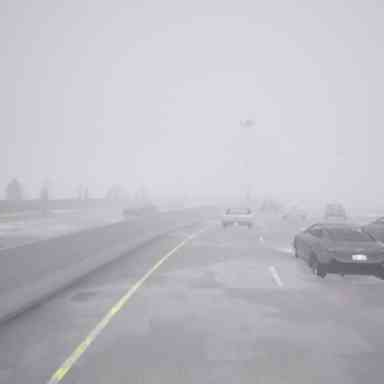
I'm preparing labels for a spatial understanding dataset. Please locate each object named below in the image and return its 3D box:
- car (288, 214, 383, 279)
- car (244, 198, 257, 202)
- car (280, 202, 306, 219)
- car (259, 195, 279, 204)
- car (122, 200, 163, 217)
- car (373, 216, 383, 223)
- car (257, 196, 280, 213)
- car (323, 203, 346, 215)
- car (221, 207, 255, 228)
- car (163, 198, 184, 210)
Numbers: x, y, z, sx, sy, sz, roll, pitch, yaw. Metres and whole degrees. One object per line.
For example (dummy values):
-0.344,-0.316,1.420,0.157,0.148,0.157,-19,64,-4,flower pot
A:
4.448,1.626,10.360,1.994,1.385,4.181,0,0,7,car
9.668,1.786,54.440,1.812,1.442,4.674,0,-1,34,car
9.455,1.690,30.562,1.812,1.442,4.674,0,0,20,car
15.749,1.458,68.144,2.097,1.767,4.553,0,0,42,car
-4.936,1.587,32.358,1.882,1.535,5.008,0,0,20,car
8.493,1.657,13.666,1.994,1.385,4.181,0,0,9,car
9.617,1.554,39.717,2.097,1.767,4.553,0,0,25,car
13.233,1.729,30.843,2.033,1.411,5.357,0,0,22,car
3.312,1.708,22.881,1.895,1.301,4.718,0,0,15,car
-2.816,1.666,46.578,2.128,1.511,4.902,0,0,26,car
